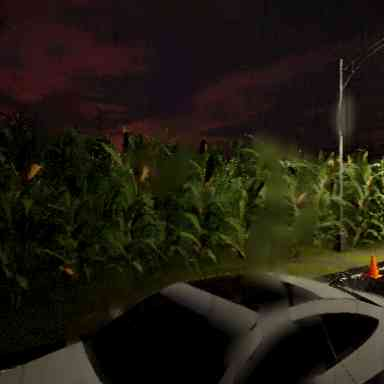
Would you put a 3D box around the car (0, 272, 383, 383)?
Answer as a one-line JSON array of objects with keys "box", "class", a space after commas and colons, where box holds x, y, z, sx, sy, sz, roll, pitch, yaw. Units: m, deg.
[{"box": [0.245, 1.522, 2.728, 4.674, 1.442, 1.812, 0, 0, -35], "class": "car"}]

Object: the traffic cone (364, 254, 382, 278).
[{"box": [4.811, 1.938, 8.839, 0.340, 0.580, 0.340, 0, 0, -34], "class": "traffic cone"}]
